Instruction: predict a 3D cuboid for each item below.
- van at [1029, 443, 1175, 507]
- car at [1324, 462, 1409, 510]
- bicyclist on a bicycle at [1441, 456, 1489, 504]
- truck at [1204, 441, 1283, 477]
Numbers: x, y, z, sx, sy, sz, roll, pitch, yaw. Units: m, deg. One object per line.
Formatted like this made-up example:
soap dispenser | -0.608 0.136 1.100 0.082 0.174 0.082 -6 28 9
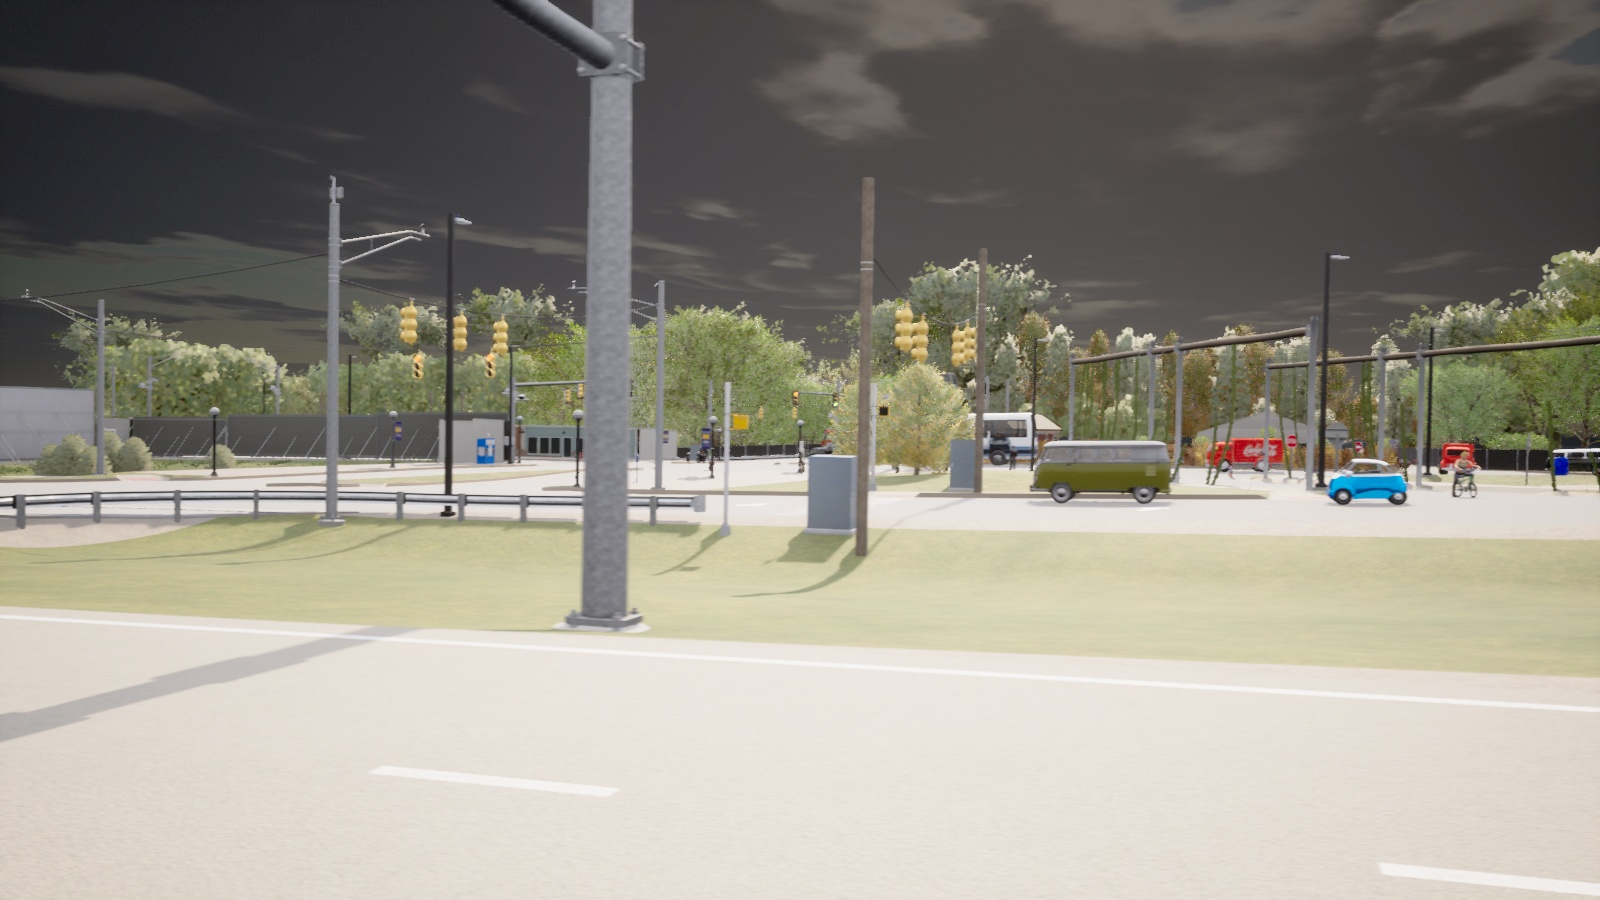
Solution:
van | 9.732 0.762 40.382 4.442 1.987 1.775 0 1 18
car | 17.076 1.072 37.962 2.207 1.376 1.481 0 1 19
bicyclist on a bicycle | 23.277 1.040 43.975 0.866 1.612 1.509 1 -1 -1
truck | 32.557 0.628 92.304 5.204 2.467 2.627 1 2 14
